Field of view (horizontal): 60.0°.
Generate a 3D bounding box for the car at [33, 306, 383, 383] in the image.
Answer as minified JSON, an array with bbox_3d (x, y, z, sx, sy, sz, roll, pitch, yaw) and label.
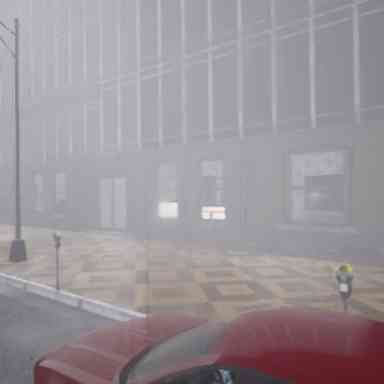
[{"bbox_3d":[0.654,1.545,2.267,4.507,1.381,1.887,0,-1,36],"label":"car"}]
